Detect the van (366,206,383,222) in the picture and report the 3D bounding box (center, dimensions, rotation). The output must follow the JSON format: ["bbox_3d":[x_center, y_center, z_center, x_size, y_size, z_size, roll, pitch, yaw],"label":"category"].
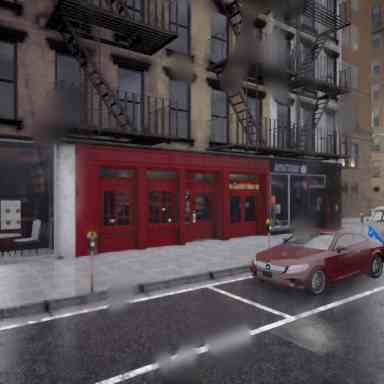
[{"bbox_3d":[7.786,1.341,11.696,3.998,1.788,1.690,0,0,-35],"label":"van"}]

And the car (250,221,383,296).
[{"bbox_3d":[3.374,1.582,8.572,4.206,1.307,1.802,0,0,-35],"label":"car"}]
